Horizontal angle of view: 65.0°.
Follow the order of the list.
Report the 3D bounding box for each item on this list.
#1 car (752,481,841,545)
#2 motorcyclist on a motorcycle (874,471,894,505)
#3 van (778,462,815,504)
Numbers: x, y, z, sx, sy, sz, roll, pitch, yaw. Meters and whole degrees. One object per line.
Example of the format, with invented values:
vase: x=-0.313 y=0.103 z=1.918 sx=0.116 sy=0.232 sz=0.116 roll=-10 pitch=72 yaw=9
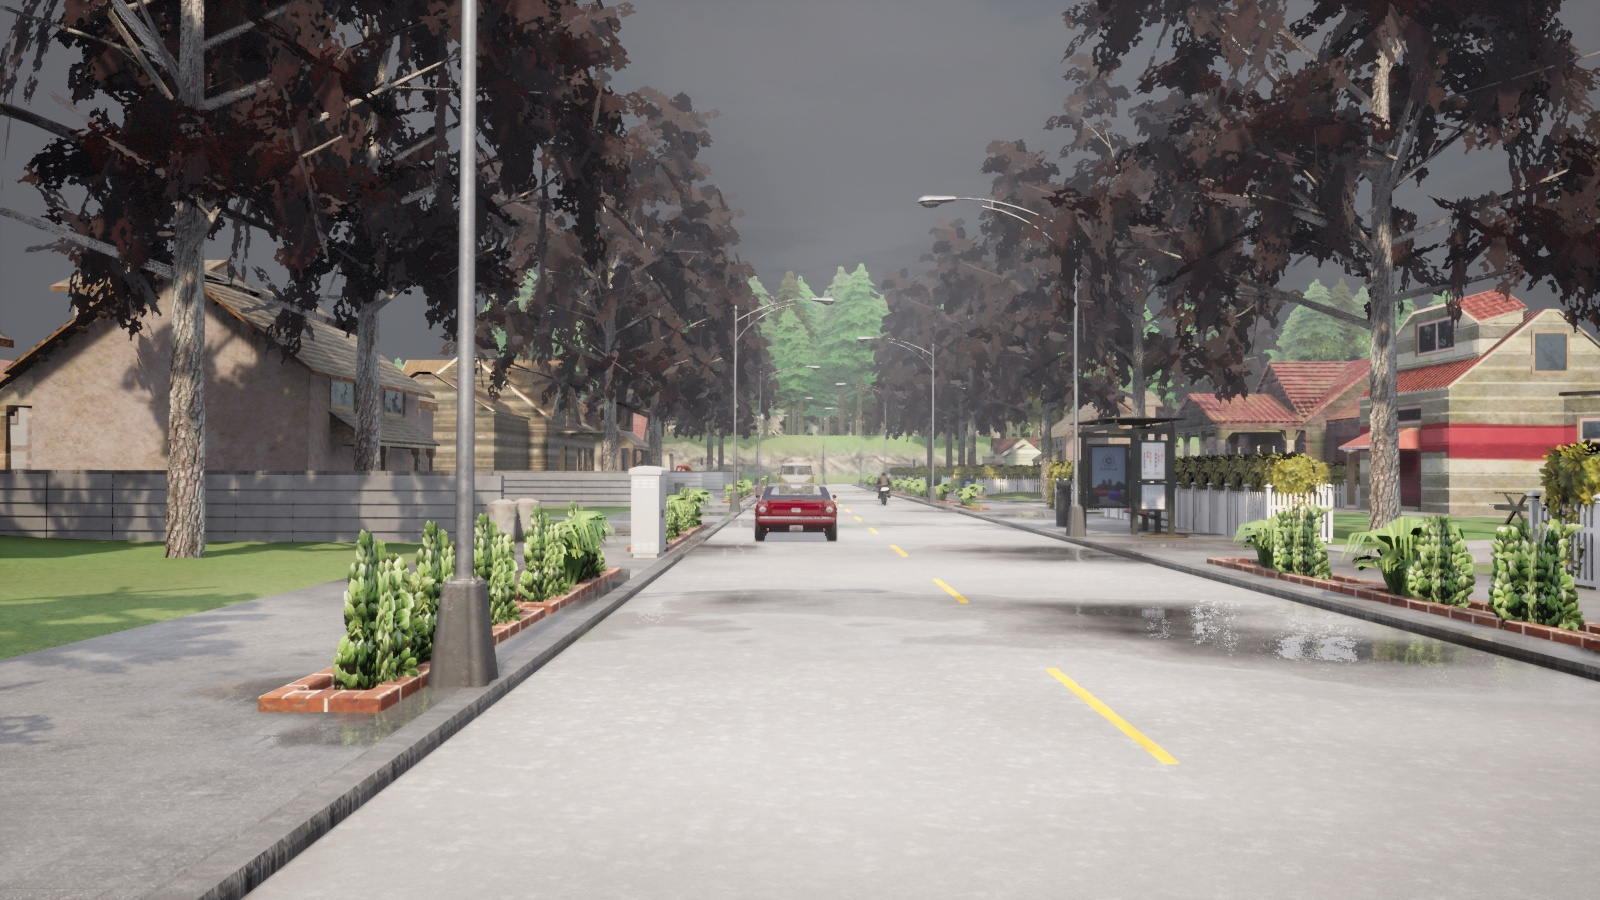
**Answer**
car: x=-0.079 y=1.403 z=29.123 sx=1.895 sy=1.301 sz=4.718 roll=0 pitch=-1 yaw=0
motorcyclist on a motorcycle: x=3.843 y=1.747 z=57.657 sx=0.797 sy=1.523 sz=2.044 roll=0 pitch=-1 yaw=0
van: x=-0.170 y=1.615 z=62.484 sx=1.775 sy=1.987 sz=4.442 roll=0 pitch=-1 yaw=0
